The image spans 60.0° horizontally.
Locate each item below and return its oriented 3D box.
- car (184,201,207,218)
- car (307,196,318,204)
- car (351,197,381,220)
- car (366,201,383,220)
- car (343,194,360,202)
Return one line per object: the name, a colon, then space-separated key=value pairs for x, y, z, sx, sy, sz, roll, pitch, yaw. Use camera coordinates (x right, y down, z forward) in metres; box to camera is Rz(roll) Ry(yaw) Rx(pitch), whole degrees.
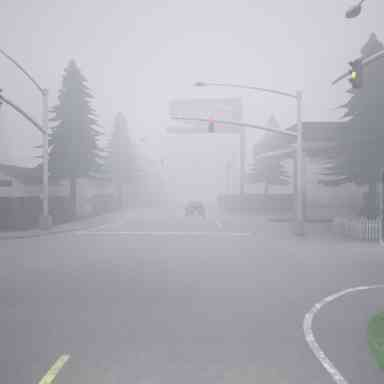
car: x=0.301 y=1.593 z=31.726 sx=1.837 sy=1.490 sz=4.892 roll=1 pitch=0 yaw=0
car: x=22.762 y=1.544 z=63.869 sx=1.970 sy=1.475 sz=3.806 roll=0 pitch=0 yaw=0
car: x=14.468 y=1.501 z=24.836 sx=3.866 sy=1.878 sz=1.905 roll=0 pitch=0 yaw=0
car: x=18.818 y=1.668 z=30.489 sx=4.611 sy=1.667 sz=2.242 roll=0 pitch=0 yaw=0
car: x=35.197 y=1.481 z=71.610 sx=2.007 sy=1.523 sz=4.514 roll=0 pitch=0 yaw=0
